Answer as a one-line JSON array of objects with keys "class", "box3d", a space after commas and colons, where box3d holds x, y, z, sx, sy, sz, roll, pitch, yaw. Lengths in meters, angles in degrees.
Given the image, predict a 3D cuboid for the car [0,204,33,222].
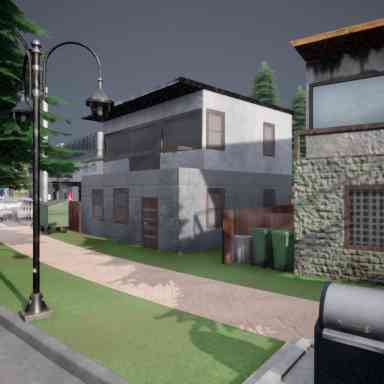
[{"class": "car", "box3d": [-13.081, 1.620, 26.568, 4.718, 1.301, 1.895, 0, 0, -36]}]
